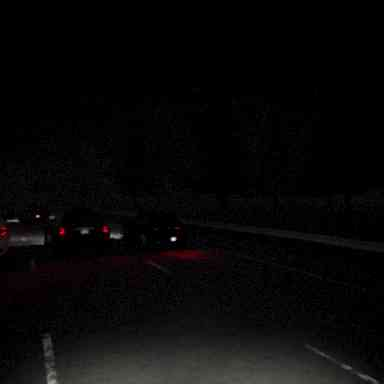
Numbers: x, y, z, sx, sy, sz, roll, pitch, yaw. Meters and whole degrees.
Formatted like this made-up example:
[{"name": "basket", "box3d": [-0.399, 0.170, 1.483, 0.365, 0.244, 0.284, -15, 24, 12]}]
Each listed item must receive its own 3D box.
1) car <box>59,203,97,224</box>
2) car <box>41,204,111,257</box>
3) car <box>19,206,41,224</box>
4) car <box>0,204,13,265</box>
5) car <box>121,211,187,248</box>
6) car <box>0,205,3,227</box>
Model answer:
[{"name": "car", "box3d": [-10.275, 1.838, 29.747, 2.128, 1.511, 4.902, 0, -1, -33]}, {"name": "car", "box3d": [-4.979, 1.516, 14.150, 2.097, 1.767, 4.553, 0, -1, -29]}, {"name": "car", "box3d": [-13.226, 1.887, 27.862, 1.994, 1.385, 4.181, 0, -1, -33]}, {"name": "car", "box3d": [-7.646, 1.362, 11.752, 2.150, 2.045, 5.566, 0, 0, -29]}, {"name": "car", "box3d": [-1.934, 1.693, 15.875, 1.837, 1.490, 4.892, 0, 0, -29]}, {"name": "car", "box3d": [-16.168, 1.793, 25.970, 2.128, 1.511, 4.902, 0, -1, -33]}]
